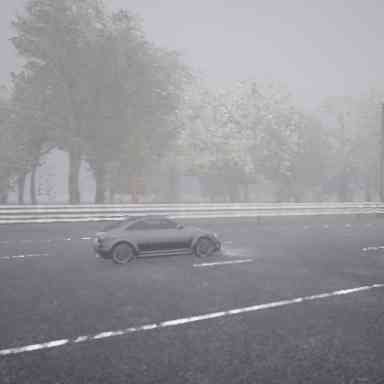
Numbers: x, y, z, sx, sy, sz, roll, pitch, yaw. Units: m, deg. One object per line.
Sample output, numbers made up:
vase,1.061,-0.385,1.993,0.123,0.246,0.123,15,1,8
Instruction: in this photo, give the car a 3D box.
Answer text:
car,-1.153,1.466,11.116,4.181,1.385,1.994,1,0,-26
